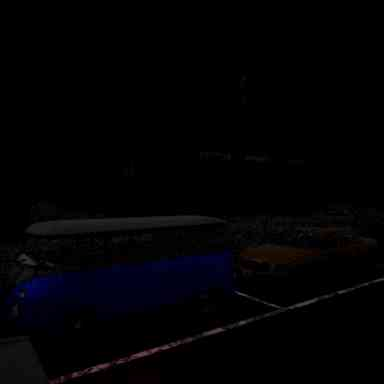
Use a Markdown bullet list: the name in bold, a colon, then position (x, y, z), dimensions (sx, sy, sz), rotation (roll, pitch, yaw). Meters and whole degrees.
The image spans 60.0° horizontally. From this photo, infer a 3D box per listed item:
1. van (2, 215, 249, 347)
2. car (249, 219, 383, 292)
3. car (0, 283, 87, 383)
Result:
- **van**: position (-1.079, 1.341, 5.877), dimensions (3.998, 1.788, 1.690), rotation (0, 0, -35)
- **car**: position (3.216, 1.525, 8.927), dimensions (4.829, 1.417, 1.752), rotation (0, 0, -35)
- **car**: position (-2.997, 1.601, 1.248), dimensions (4.718, 1.301, 1.895), rotation (0, 0, -35)
